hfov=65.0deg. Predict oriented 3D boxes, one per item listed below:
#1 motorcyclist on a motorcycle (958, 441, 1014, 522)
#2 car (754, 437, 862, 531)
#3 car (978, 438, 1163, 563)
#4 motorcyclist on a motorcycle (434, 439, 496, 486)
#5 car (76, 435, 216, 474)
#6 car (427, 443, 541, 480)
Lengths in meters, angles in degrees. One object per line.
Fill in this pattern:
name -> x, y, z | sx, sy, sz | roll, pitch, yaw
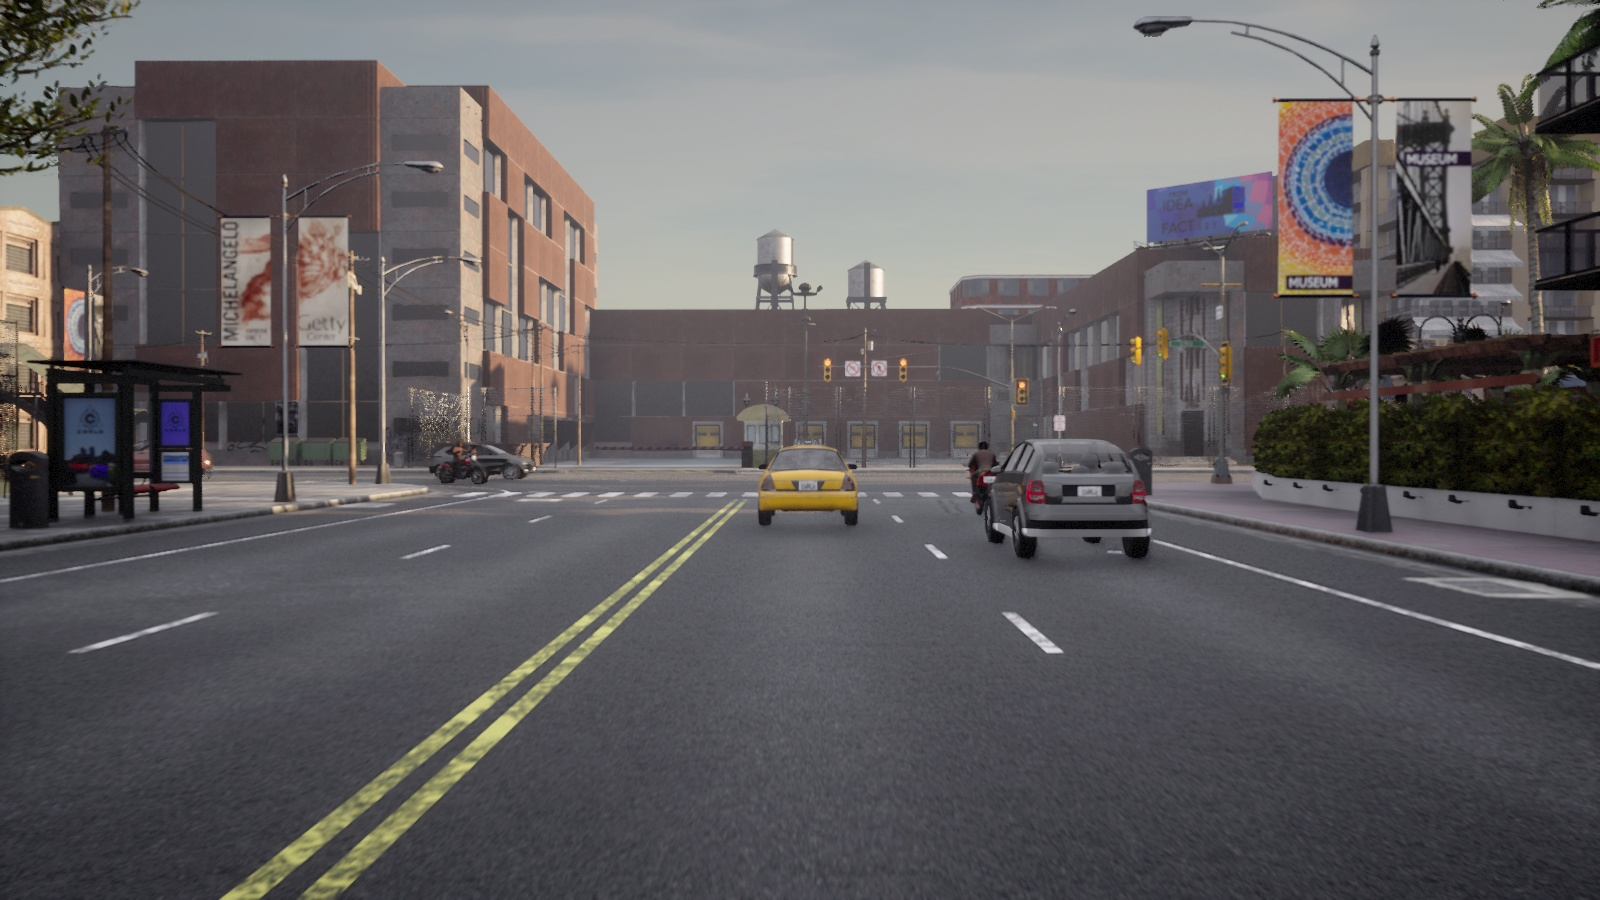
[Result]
motorcyclist on a motorcycle -> 3.656, 0.592, 24.842 | 0.797, 1.523, 2.044 | 0, 0, 0
car -> 0.150, 0.552, 23.721 | 1.801, 1.575, 5.366 | 0, 0, 0
car -> 3.614, 0.627, 17.400 | 1.789, 1.549, 3.705 | 0, 0, 0
motorcyclist on a motorcycle -> -12.087, 0.432, 45.288 | 2.350, 1.649, 0.766 | 0, 1, 32
car -> -28.572, 0.192, 55.002 | 5.027, 1.651, 2.152 | 0, 0, 1
car -> -12.864, 0.461, 51.274 | 4.193, 1.474, 1.816 | 0, 0, 1
